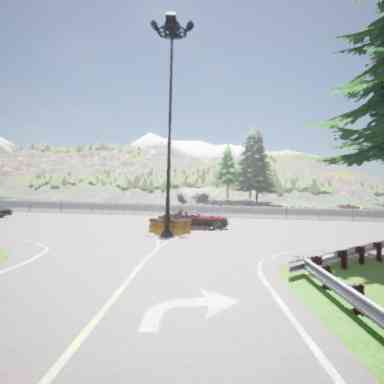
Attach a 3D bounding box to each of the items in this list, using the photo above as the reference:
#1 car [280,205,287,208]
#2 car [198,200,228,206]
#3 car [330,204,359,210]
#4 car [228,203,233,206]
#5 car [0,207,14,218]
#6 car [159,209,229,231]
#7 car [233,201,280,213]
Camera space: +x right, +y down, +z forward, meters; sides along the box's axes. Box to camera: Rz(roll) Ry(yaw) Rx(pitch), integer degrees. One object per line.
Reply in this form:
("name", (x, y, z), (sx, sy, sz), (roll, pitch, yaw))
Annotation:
("car", (10.422, 2.170, 43.523), (4.718, 1.301, 1.895), (1, 0, 2))
("car", (3.462, 1.958, 50.717), (5.357, 1.411, 2.033), (1, 0, 2))
("car", (22.957, 2.466, 50.183), (4.181, 1.385, 1.994), (1, 0, 2))
("car", (7.948, 2.041, 47.079), (4.674, 1.442, 1.812), (1, 0, 1))
("car", (-17.301, 1.375, 26.573), (5.357, 1.411, 2.033), (1, 0, 2))
("car", (0.175, 1.860, 22.595), (4.718, 1.301, 1.895), (1, 0, 2))
("car", (7.741, 2.019, 40.082), (4.674, 1.442, 1.812), (1, 0, 1))
